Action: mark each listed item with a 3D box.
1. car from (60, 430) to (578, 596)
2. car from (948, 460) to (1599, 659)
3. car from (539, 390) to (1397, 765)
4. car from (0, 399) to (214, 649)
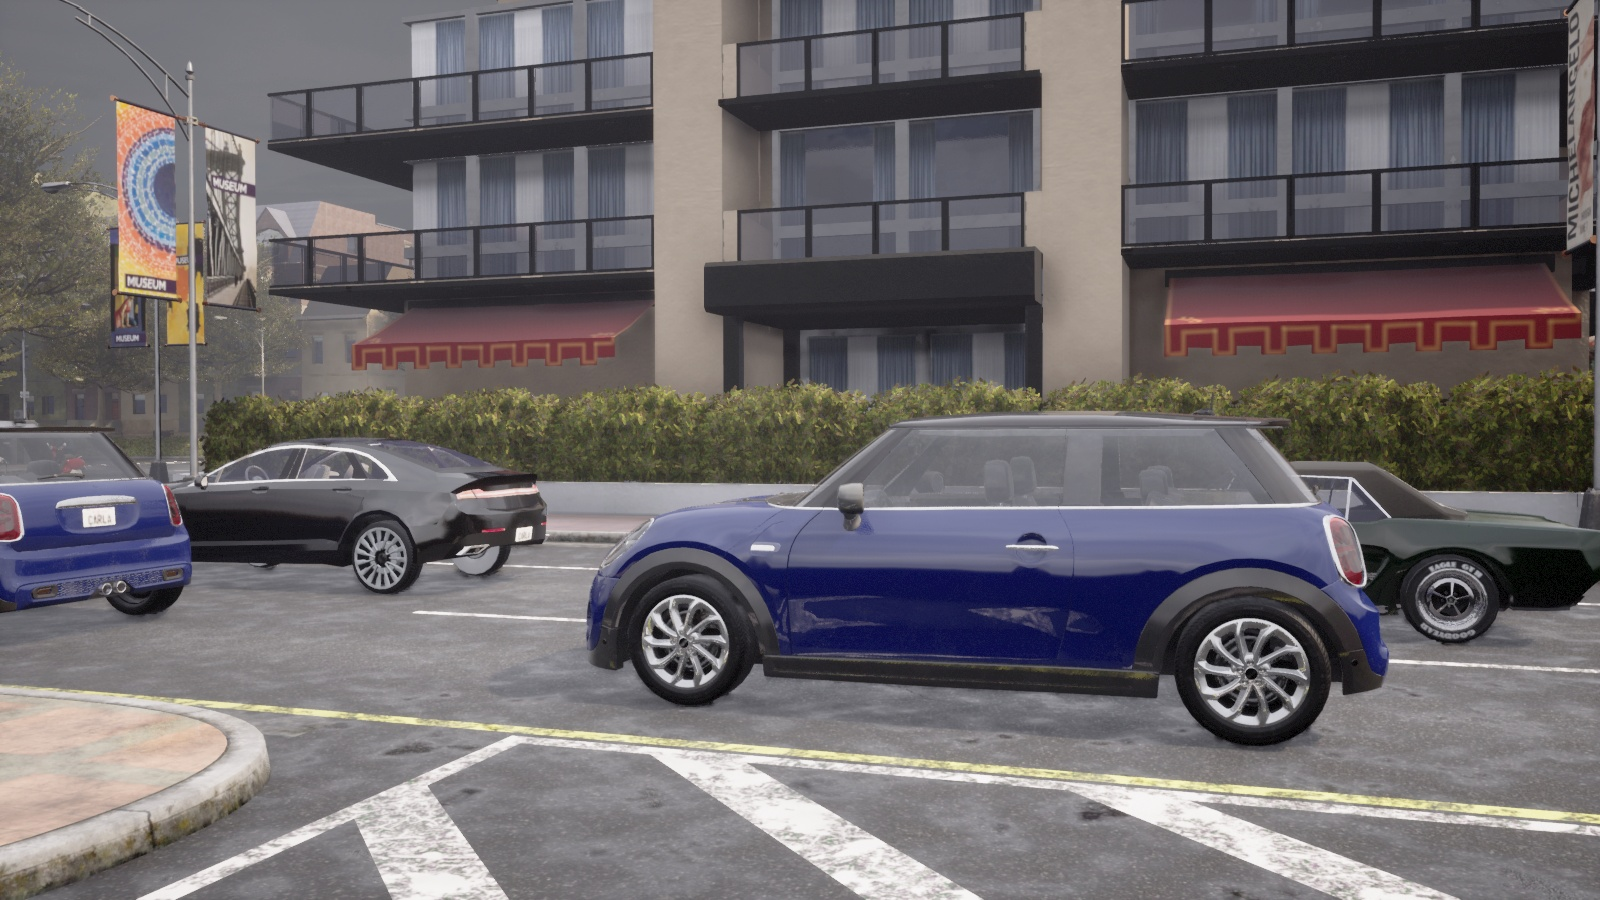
[{"bbox_3d":[-5.065,0.550,13.338,4.902,1.511,2.128,1,1,19],"label":"car"},{"bbox_3d":[3.746,0.775,10.374,4.718,1.301,1.895,1,1,19],"label":"car"},{"bbox_3d":[0.966,0.567,7.615,4.553,1.767,2.097,1,1,18],"label":"car"},{"bbox_3d":[-7.503,0.489,10.465,4.553,1.767,2.097,1,1,19],"label":"car"}]
